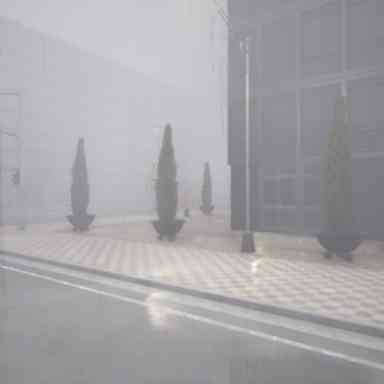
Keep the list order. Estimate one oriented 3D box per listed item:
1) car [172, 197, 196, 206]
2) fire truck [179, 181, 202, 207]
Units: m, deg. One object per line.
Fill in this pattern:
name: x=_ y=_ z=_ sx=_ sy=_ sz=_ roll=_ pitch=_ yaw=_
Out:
car: x=-1.378 y=1.560 z=56.660 sx=1.994 sy=1.385 sz=4.181 roll=0 pitch=0 yaw=37
fire truck: x=-0.999 y=0.324 z=51.159 sx=2.891 sy=3.827 sz=8.468 roll=0 pitch=0 yaw=36
